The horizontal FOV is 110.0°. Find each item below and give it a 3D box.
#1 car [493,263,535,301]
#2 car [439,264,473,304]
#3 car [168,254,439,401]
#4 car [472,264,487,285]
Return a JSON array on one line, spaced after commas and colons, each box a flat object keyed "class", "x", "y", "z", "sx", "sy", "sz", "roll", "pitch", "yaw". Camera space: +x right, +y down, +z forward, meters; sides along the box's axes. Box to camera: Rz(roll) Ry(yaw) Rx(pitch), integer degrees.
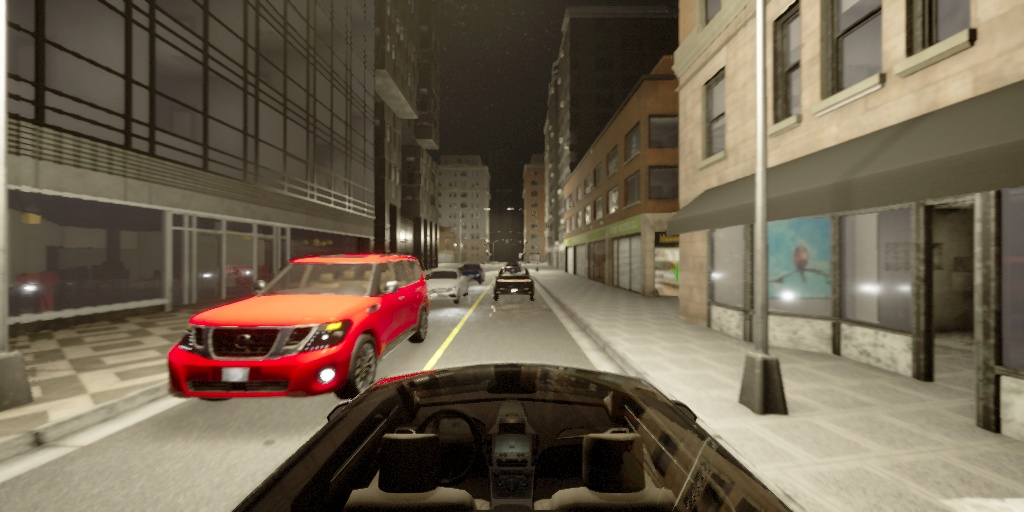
[{"class": "car", "x": 0.093, "y": 1.260, "z": 17.646, "sx": 2.128, "sy": 1.511, "sz": 4.902, "roll": 0, "pitch": 0, "yaw": 0}, {"class": "car", "x": -3.100, "y": 1.293, "z": 16.665, "sx": 1.812, "sy": 1.442, "sz": 4.674, "roll": 0, "pitch": 0, "yaw": 0}, {"class": "car", "x": -3.092, "y": 0.977, "z": 6.772, "sx": 2.150, "sy": 2.045, "sz": 5.566, "roll": 0, "pitch": 0, "yaw": 0}, {"class": "car", "x": -3.042, "y": 1.305, "z": 26.954, "sx": 1.812, "sy": 1.442, "sz": 4.674, "roll": 0, "pitch": 0, "yaw": 0}]
